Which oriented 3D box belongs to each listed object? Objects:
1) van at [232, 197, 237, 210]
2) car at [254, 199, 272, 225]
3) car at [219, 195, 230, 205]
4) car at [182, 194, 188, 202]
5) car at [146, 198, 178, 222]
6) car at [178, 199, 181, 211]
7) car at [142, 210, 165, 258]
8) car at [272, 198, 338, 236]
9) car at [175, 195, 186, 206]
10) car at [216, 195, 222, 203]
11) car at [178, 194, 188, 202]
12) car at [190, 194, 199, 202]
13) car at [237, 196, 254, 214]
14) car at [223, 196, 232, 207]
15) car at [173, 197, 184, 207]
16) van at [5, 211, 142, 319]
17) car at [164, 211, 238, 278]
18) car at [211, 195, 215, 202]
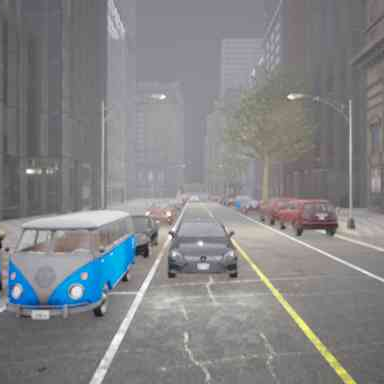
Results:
[{"bbox_3d":[6.296,1.406,40.958,1.690,1.788,3.998,0,0,0],"label":"van"},{"bbox_3d":[6.262,1.345,24.039,2.192,1.841,5.009,0,0,0],"label":"car"},{"bbox_3d":[6.329,1.679,57.874,1.947,1.339,4.313,0,0,0],"label":"car"},{"bbox_3d":[-2.197,1.429,57.902,2.192,1.841,5.009,0,0,0],"label":"car"},{"bbox_3d":[-2.263,1.471,24.070,1.967,1.590,4.097,0,0,0],"label":"car"},{"bbox_3d":[-2.252,1.587,29.708,1.887,1.381,4.507,0,0,0],"label":"car"},{"bbox_3d":[-2.285,1.576,12.791,1.947,1.339,4.313,0,0,0],"label":"car"},{"bbox_3d":[6.251,1.335,18.400,2.192,1.841,5.009,0,0,0],"label":"car"},{"bbox_3d":[-2.208,1.618,52.094,1.752,1.417,4.829,0,0,0],"label":"car"},{"bbox_3d":[6.340,1.451,63.515,2.192,1.841,5.009,0,0,0],"label":"car"},{"bbox_3d":[-2.152,1.521,80.457,2.192,1.841,5.009,0,0,0],"label":"car"},{"bbox_3d":[0.519,1.433,81.196,2.150,2.045,5.566,0,-1,0],"label":"car"},{"bbox_3d":[6.285,1.493,35.318,1.967,1.590,4.097,0,0,0],"label":"car"},{"bbox_3d":[6.318,1.675,52.236,1.802,1.307,4.206,0,0,0],"label":"car"},{"bbox_3d":[-2.229,1.647,40.986,1.802,1.307,4.206,0,0,0],"label":"car"},{"bbox_3d":[-2.295,1.345,7.152,1.690,1.788,3.998,0,0,0],"label":"van"},{"bbox_3d":[0.278,1.533,10.309,1.812,1.442,4.674,0,0,0],"label":"car"},{"bbox_3d":[6.374,1.772,80.433,1.947,1.339,4.313,0,0,0],"label":"car"}]
